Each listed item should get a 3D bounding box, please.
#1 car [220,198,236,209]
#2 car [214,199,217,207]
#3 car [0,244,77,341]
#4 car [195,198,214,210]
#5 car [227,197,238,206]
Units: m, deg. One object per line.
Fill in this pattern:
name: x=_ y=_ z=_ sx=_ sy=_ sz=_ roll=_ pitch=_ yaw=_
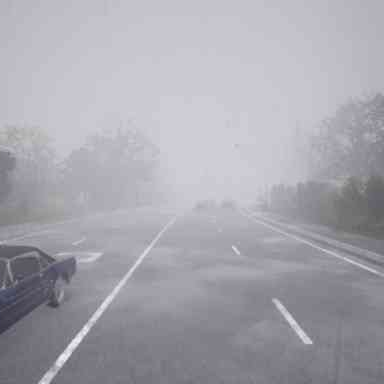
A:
car: x=5.199 y=1.907 z=49.814 sx=1.895 sy=1.301 sz=4.718 roll=0 pitch=0 yaw=8
car: x=3.382 y=1.863 z=59.725 sx=2.128 sy=1.511 sz=4.902 roll=0 pitch=0 yaw=13
car: x=-3.530 y=1.620 z=5.291 sx=1.895 sy=1.301 sz=4.718 roll=0 pitch=0 yaw=0
car: x=1.600 y=1.847 z=49.243 sx=2.033 sy=1.411 sz=5.357 roll=0 pitch=0 yaw=8
car: x=6.986 y=1.729 z=59.833 sx=2.097 sy=1.767 sz=4.553 roll=0 pitch=0 yaw=13
